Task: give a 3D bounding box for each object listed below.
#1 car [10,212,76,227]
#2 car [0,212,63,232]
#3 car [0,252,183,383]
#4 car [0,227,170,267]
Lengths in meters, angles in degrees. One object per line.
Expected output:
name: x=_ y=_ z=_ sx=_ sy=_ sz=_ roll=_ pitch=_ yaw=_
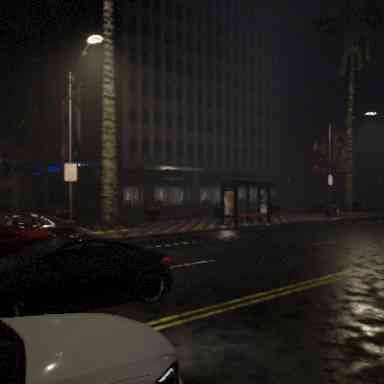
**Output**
car: x=-6.514 y=1.477 z=11.613 sx=4.892 sy=1.521 sz=2.231 roll=0 pitch=0 yaw=-35
car: x=-6.112 y=1.479 z=8.230 sx=5.008 sy=1.535 sz=1.882 roll=0 pitch=0 yaw=-35
car: x=-2.219 y=1.528 z=2.165 sx=4.674 sy=1.442 sz=1.812 roll=0 pitch=0 yaw=-36
car: x=-2.461 y=1.559 z=6.532 sx=4.181 sy=1.385 sz=1.994 roll=0 pitch=0 yaw=-35
